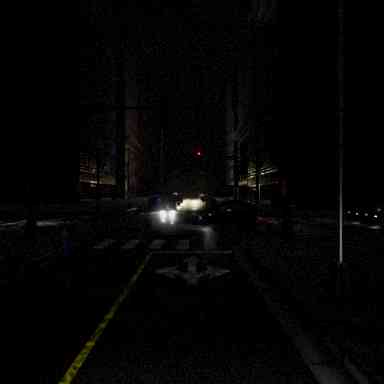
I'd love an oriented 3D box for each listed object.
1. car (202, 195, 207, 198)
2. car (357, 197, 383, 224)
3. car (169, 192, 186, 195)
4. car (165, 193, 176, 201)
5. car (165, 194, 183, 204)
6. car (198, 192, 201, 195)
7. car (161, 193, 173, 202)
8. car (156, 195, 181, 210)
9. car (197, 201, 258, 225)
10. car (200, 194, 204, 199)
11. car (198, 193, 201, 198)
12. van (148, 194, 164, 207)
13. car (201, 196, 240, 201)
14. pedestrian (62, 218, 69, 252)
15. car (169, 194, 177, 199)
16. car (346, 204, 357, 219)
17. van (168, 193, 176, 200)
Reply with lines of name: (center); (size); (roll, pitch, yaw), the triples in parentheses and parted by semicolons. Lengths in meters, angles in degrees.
car: (2.889, 1.519, 50.089); (1.947, 1.339, 4.313); (0, 0, 0)
car: (16.453, 1.460, 26.070); (5.566, 2.045, 2.150); (1, 0, 0)
car: (-2.758, 1.281, 62.852); (2.097, 1.767, 4.553); (0, 0, 1)
car: (-5.411, 1.188, 84.036); (2.192, 1.841, 5.009); (0, 0, 0)
car: (-2.852, 1.427, 52.507); (1.882, 1.535, 5.008); (0, 0, 1)
car: (3.187, 1.418, 95.281); (1.802, 1.307, 4.206); (0, 0, 0)
car: (-5.485, 1.220, 72.739); (2.192, 1.841, 5.009); (0, 0, 0)
car: (-2.919, 1.456, 42.624); (2.128, 1.511, 4.902); (0, 0, 1)
car: (2.583, 1.540, 23.745); (4.674, 1.442, 1.812); (1, -1, -29)
car: (3.001, 1.501, 67.037); (1.802, 1.307, 4.206); (0, 0, 0)
car: (3.076, 1.434, 78.334); (1.887, 1.381, 4.507); (0, 0, 0)
van: (-5.635, 1.295, 50.144); (1.690, 1.788, 3.998); (0, 0, 0)
car: (3.593, 1.511, 31.154); (4.892, 1.490, 1.837); (2, 2, 25)
pedestrian: (-4.804, 1.571, 12.588); (0.375, 1.300, 0.375); (0, 0, 0)
car: (-5.337, 1.381, 95.333); (1.887, 1.381, 4.507); (0, 0, 0)
car: (16.625, 1.472, 29.321); (5.566, 2.045, 2.150); (1, 0, 0)
van: (-5.373, 1.196, 89.685); (1.690, 1.788, 3.998); (0, 0, 0)
